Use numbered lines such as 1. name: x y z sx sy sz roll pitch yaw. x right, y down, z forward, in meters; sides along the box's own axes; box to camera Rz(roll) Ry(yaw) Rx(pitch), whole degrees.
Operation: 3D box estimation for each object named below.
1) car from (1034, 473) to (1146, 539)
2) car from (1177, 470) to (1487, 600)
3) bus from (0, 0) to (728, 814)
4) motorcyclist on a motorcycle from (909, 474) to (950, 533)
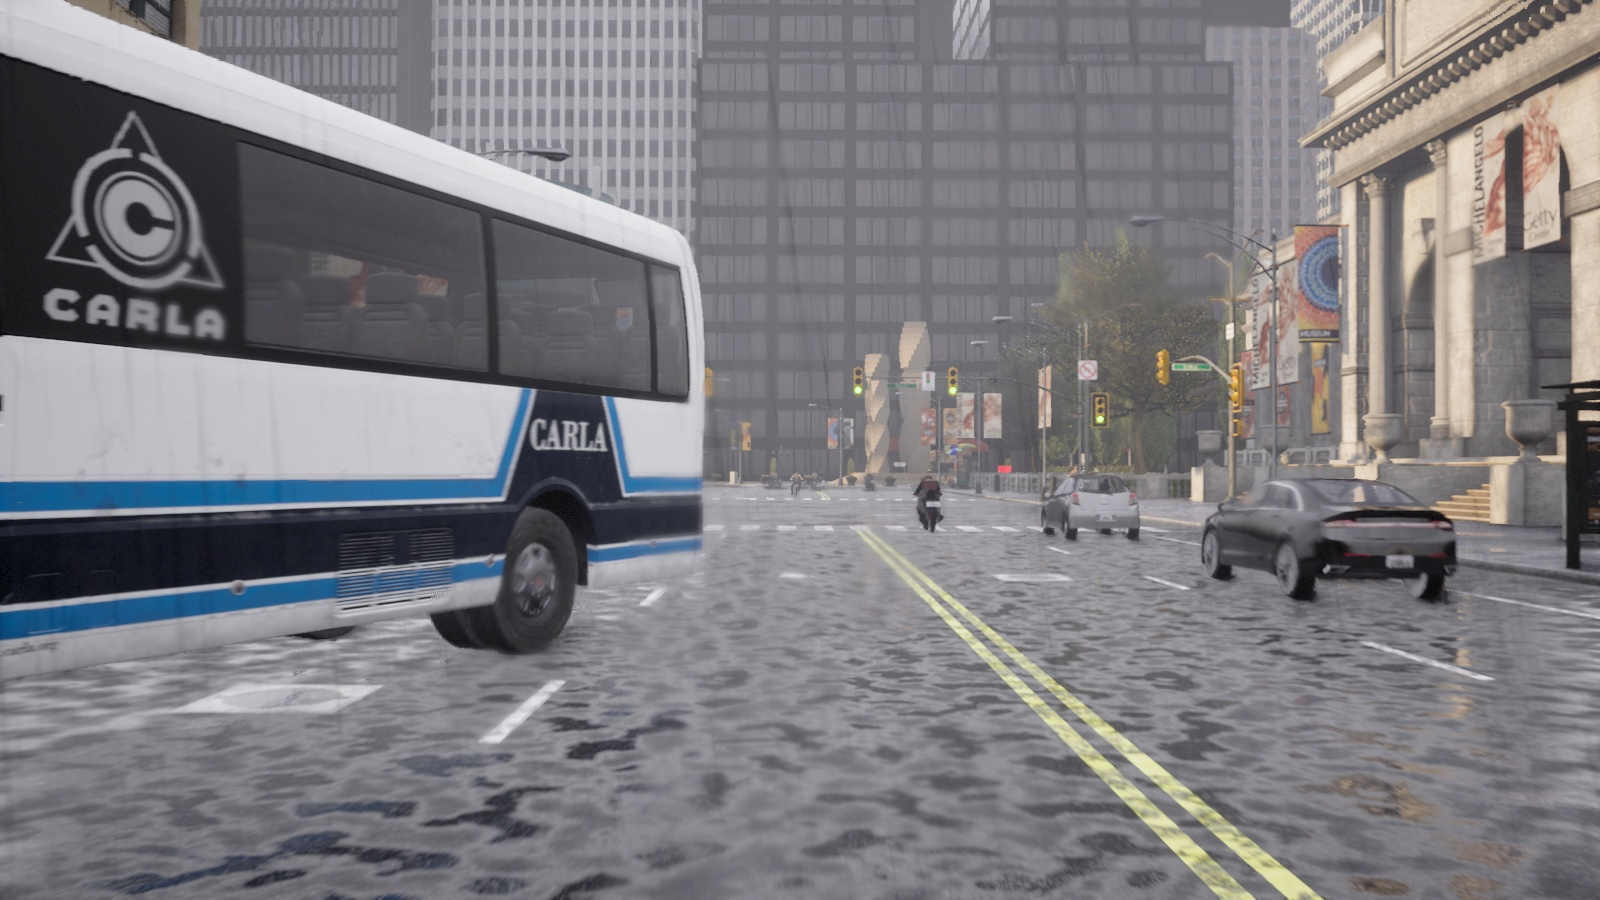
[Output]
1. car: 6.927 1.310 30.381 1.845 1.501 3.633 0 -1 0
2. car: 6.958 1.030 17.147 2.128 1.511 4.902 0 -1 0
3. bus: -4.674 -0.394 8.891 3.944 4.253 10.273 1 0 24
4. motorcyclist on a motorcycle: 3.420 1.394 33.330 0.866 1.530 2.191 0 -1 0
